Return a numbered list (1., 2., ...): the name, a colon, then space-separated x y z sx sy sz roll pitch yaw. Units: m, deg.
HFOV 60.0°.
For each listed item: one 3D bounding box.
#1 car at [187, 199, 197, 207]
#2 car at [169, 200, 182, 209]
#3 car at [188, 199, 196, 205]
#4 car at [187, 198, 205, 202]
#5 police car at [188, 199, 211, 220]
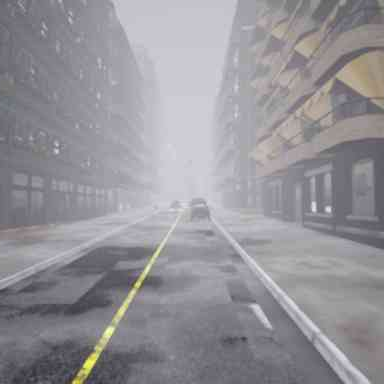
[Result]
1. car: 0.009 2.248 69.337 1.837 1.490 4.892 0 -1 0
2. car: -2.792 2.237 58.116 1.837 1.490 4.892 0 0 0
3. car: 0.011 2.465 84.342 2.128 1.511 4.902 0 -1 0
4. car: 0.831 1.766 42.742 2.150 2.045 5.566 0 -1 0
5. police car: 0.829 1.842 32.814 1.930 1.638 5.238 0 -1 0
